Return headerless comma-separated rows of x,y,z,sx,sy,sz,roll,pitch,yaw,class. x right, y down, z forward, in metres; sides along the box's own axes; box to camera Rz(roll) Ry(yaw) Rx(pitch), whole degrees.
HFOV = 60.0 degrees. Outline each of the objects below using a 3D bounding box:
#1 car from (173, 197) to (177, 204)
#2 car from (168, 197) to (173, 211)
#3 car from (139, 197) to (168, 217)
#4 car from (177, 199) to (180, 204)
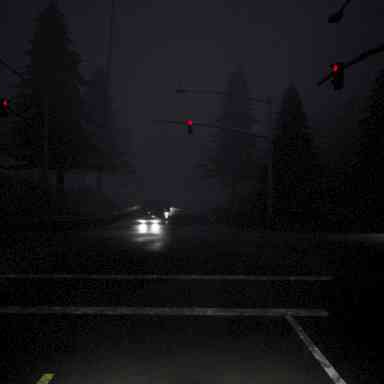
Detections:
-3.955,1.491,50.385,2.128,1.511,4.902,0,0,-7,car
-3.663,1.478,40.235,1.882,1.535,5.008,0,0,0,car
-3.664,1.491,30.732,2.128,1.511,4.902,0,0,0,car
-4.122,1.564,61.576,1.994,1.385,4.181,0,0,-39,car
